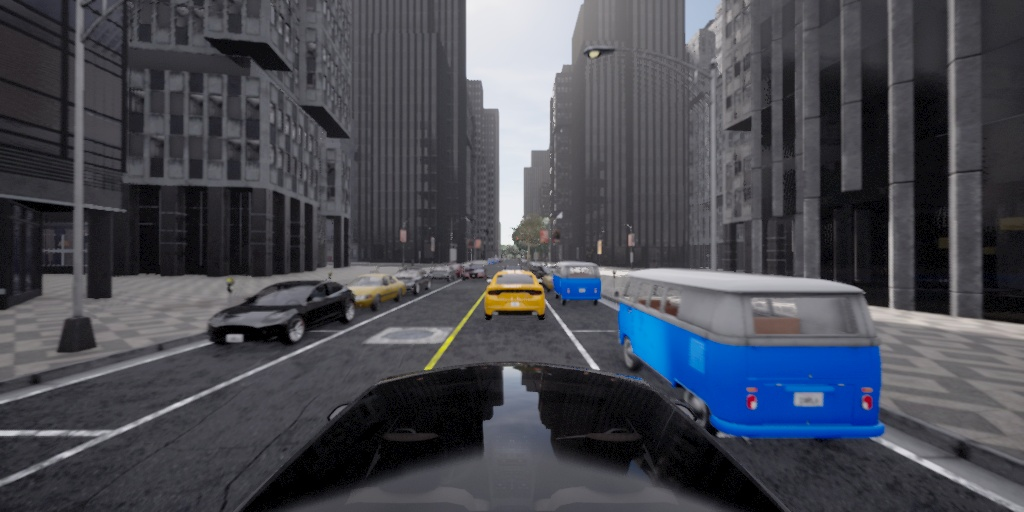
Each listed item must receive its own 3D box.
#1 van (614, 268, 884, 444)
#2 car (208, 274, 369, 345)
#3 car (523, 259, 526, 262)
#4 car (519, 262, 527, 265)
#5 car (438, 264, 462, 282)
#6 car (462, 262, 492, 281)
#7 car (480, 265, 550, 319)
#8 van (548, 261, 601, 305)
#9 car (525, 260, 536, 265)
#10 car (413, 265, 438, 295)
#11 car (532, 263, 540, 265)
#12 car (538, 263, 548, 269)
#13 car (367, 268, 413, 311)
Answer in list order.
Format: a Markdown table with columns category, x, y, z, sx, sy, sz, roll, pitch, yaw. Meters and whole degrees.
| category | x | y | z | sx | sy | sz | roll | pitch | yaw |
| --- | --- | --- | --- | --- | --- | --- | --- | --- | --- |
| van | 2.764 | 1.103 | 5.188 | 1.690 | 1.789 | 3.998 | 0 | 0 | 0 |
| car | -5.760 | 1.344 | 9.627 | 1.948 | 1.339 | 4.313 | 0 | 0 | 0 |
| car | 2.777 | 1.471 | 46.404 | 2.007 | 1.370 | 4.403 | 0 | 0 | 0 |
| car | 0.107 | 1.461 | 31.478 | 1.895 | 1.301 | 4.718 | 0 | 0 | 0 |
| car | -5.753 | 1.406 | 30.078 | 2.007 | 1.370 | 4.403 | 0 | 0 | 0 |
| car | -3.088 | 1.422 | 30.912 | 1.994 | 1.385 | 4.181 | 0 | 0 | 0 |
| car | 0.097 | 1.268 | 12.976 | 1.882 | 1.535 | 5.008 | 0 | 0 | 0 |
| van | 2.767 | 1.142 | 16.015 | 1.690 | 1.789 | 3.998 | 0 | 0 | 0 |
| car | 2.776 | 1.450 | 41.412 | 2.007 | 1.370 | 4.403 | 0 | 0 | 0 |
| car | -5.756 | 1.368 | 20.206 | 2.007 | 1.370 | 4.403 | 0 | 0 | 0 |
| car | 2.771 | 1.408 | 26.841 | 1.948 | 1.339 | 4.313 | 0 | 0 | 0 |
| car | 2.769 | 1.347 | 21.598 | 1.751 | 1.417 | 4.829 | 0 | 0 | 0 |
| car | -5.758 | 1.323 | 14.747 | 1.751 | 1.417 | 4.829 | 0 | 0 | 0 |
